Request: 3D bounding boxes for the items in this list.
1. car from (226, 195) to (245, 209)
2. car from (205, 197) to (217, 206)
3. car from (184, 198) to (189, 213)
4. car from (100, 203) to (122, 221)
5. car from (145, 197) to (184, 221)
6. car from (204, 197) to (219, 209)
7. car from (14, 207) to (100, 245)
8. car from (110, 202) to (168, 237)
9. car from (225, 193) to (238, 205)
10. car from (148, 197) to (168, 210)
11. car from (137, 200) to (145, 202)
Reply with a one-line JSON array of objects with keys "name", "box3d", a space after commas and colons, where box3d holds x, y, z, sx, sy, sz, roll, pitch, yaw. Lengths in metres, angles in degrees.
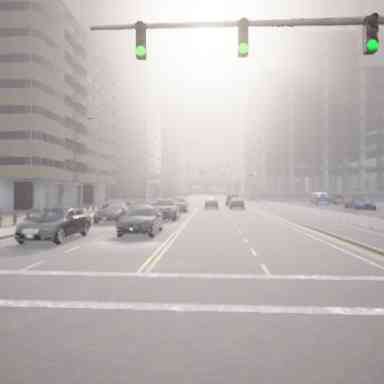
[{"name": "car", "box3d": [6.065, 1.498, 45.383, 1.882, 1.535, 5.008, 0, 0, 3]}, {"name": "car", "box3d": [3.182, 1.569, 55.554, 2.033, 1.411, 5.357, 0, 0, 3]}, {"name": "car", "box3d": [-1.534, 1.364, 37.150, 2.097, 1.767, 4.553, 0, 0, 4]}, {"name": "car", "box3d": [-5.796, 1.530, 24.881, 1.812, 1.442, 4.674, 0, 0, 4]}, {"name": "car", "box3d": [-2.151, 1.360, 27.253, 2.097, 1.767, 4.553, 0, 0, 3]}, {"name": "car", "box3d": [2.701, 1.509, 46.072, 2.128, 1.511, 4.902, 0, 0, 3]}, {"name": "car", "box3d": [-6.360, 1.492, 15.749, 2.128, 1.511, 4.902, 0, 0, 3]}, {"name": "car", "box3d": [-2.710, 1.509, 18.126, 1.837, 1.490, 4.892, 0, 0, 3]}, {"name": "car", "box3d": [6.662, 1.246, 55.170, 2.150, 2.045, 5.566, 0, 0, 3]}, {"name": "car", "box3d": [-4.529, 1.490, 44.960, 1.882, 1.535, 5.008, 0, 0, 4]}, {"name": "car", "box3d": [-5.191, 1.572, 34.858, 1.994, 1.385, 4.181, 0, 0, 3]}]
